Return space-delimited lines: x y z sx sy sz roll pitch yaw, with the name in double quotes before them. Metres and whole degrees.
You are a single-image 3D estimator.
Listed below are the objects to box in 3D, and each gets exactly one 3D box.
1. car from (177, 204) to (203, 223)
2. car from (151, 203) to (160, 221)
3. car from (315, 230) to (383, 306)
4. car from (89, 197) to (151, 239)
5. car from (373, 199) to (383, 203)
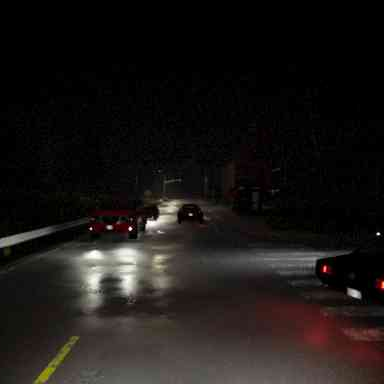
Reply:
"car" -0.136 1.650 26.430 1.994 1.385 4.181 0 0 -1
"car" -3.860 1.655 28.354 1.994 1.385 4.181 0 0 0
"car" 5.103 1.627 7.163 4.718 1.301 1.895 0 0 -24
"car" -3.783 1.281 17.929 2.150 2.045 5.566 0 0 -1
"car" 27.000 1.670 46.917 1.816 1.474 4.193 0 0 -1
